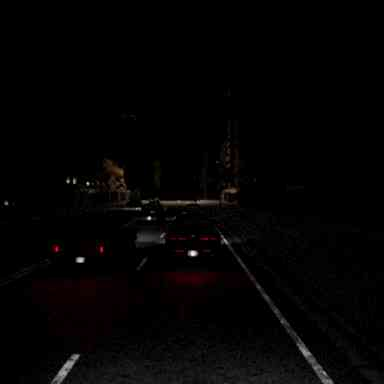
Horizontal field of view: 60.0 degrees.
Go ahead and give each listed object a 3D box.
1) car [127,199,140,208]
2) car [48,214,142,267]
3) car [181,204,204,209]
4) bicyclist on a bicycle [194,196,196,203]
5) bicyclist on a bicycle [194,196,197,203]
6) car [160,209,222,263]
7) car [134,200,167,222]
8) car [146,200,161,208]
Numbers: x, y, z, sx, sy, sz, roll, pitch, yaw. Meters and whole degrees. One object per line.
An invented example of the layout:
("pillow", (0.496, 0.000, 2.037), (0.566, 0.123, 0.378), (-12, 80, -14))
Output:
("car", (-9.801, 1.941, 56.807), (1.837, 1.490, 4.892), (0, 0, 0))
("car", (-3.208, 1.696, 11.826), (1.895, 1.301, 4.718), (0, 0, 1))
("car", (0.054, 1.747, 28.116), (1.812, 1.442, 4.674), (0, 0, 0))
("bicyclist on a bicycle", (0.905, 2.036, 92.441), (0.659, 1.776, 1.843), (0, 0, 0))
("bicyclist on a bicycle", (0.901, 2.050, 83.443), (0.866, 1.612, 1.509), (0, 0, 0))
("car", (0.048, 1.606, 12.461), (1.837, 1.490, 4.892), (0, 0, 0))
("car", (-3.200, 1.723, 27.448), (1.837, 1.490, 4.892), (0, 0, 0))
("car", (-6.551, 2.037, 56.829), (1.895, 1.301, 4.718), (0, 0, 1))
